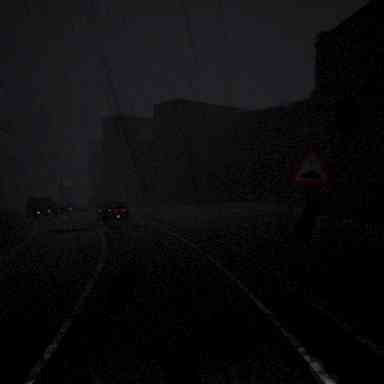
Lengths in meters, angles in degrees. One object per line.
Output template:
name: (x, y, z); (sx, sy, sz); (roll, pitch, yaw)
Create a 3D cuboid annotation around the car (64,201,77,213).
car: (-14.971, 1.735, 38.951); (1.812, 1.442, 4.674); (-4, 1, -37)

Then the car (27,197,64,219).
car: (-15.171, 1.514, 33.670); (2.150, 2.045, 5.566); (-3, 1, -37)

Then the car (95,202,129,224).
car: (-6.030, 1.487, 24.871); (2.128, 1.511, 4.902); (-2, 0, -24)
